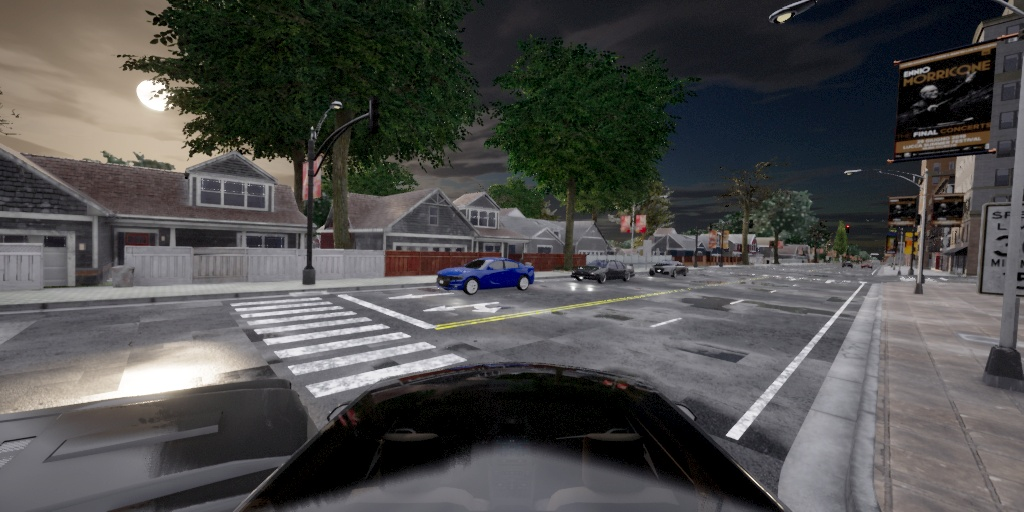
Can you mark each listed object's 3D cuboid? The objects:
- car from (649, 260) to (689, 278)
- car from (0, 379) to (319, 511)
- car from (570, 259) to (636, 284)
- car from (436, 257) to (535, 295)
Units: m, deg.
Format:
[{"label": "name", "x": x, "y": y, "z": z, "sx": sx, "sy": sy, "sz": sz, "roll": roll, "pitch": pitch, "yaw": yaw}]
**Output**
[{"label": "car", "x": 13.293, "y": 1.024, "z": 30.303, "sx": 4.181, "sy": 1.385, "sz": 1.994, "roll": 0, "pitch": 2, "yaw": -44}, {"label": "car", "x": -3.311, "y": 1.286, "z": 1.302, "sx": 4.718, "sy": 1.301, "sz": 1.895, "roll": 1, "pitch": 2, "yaw": -34}, {"label": "car", "x": 6.085, "y": 0.942, "z": 23.393, "sx": 5.357, "sy": 1.411, "sz": 2.033, "roll": 0, "pitch": 2, "yaw": -44}, {"label": "car", "x": -1.092, "y": 0.811, "z": 16.484, "sx": 5.008, "sy": 1.535, "sz": 1.882, "roll": 0, "pitch": 2, "yaw": -44}]
